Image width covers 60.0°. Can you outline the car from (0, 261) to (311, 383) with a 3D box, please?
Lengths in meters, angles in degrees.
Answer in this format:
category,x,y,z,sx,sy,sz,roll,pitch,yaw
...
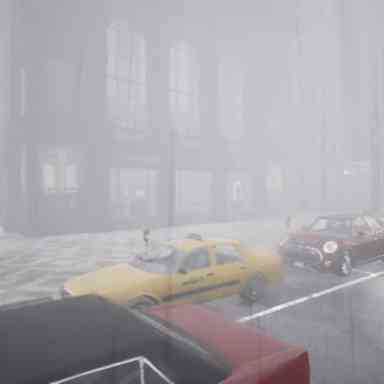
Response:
category,x,y,z,sx,sy,sz,roll,pitch,yaw
car,-1.313,1.615,2.276,4.718,1.301,1.895,0,0,-37

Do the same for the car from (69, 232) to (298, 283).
category,x,y,z,sx,sy,sz,roll,pitch,yaw
car,-0.150,1.538,6.643,4.829,1.417,1.752,0,0,-37

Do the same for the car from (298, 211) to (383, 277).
category,x,y,z,sx,sy,sz,roll,pitch,yaw
car,4.460,1.426,10.172,4.097,1.590,1.967,0,0,-37
